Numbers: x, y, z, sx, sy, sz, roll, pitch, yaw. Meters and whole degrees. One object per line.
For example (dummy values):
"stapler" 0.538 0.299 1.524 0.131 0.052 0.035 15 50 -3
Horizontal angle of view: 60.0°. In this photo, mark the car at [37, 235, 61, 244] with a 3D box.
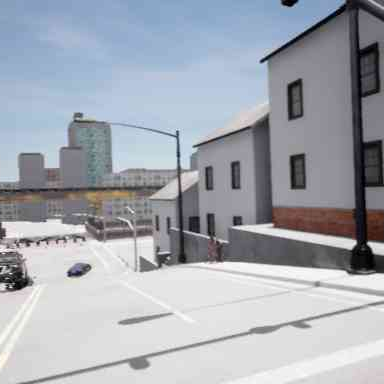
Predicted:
"car" -31.704 10.500 73.710 1.853 1.218 4.536 -2 0 32

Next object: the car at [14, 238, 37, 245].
"car" -36.050 10.664 71.961 4.536 1.218 1.853 -2 0 22

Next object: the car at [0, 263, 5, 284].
"car" -6.629 2.909 8.983 1.994 1.385 4.181 -2 -8 -21

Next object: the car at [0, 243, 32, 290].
"car" -10.109 4.222 17.808 2.150 2.045 5.566 -2 -12 -22

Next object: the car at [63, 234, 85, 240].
"car" -27.098 10.326 76.400 4.536 1.218 1.853 -2 0 7

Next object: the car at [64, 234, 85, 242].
"car" -27.040 10.481 76.394 4.974 1.542 2.038 -2 0 7

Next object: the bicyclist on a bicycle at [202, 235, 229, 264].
"bicyclist on a bicycle" 1.306 3.227 18.799 1.656 1.620 0.582 -2 -7 -21

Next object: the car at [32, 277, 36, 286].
"car" -13.736 7.457 26.854 1.837 1.490 4.892 -2 -20 -23

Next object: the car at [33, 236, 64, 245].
"car" -31.725 10.659 73.665 2.038 1.542 4.974 -2 0 32

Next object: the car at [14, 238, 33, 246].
"car" -35.996 10.820 71.942 4.974 1.542 2.038 -2 0 22

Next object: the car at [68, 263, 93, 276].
"car" -14.932 10.168 44.501 1.994 1.385 4.181 -2 0 5
